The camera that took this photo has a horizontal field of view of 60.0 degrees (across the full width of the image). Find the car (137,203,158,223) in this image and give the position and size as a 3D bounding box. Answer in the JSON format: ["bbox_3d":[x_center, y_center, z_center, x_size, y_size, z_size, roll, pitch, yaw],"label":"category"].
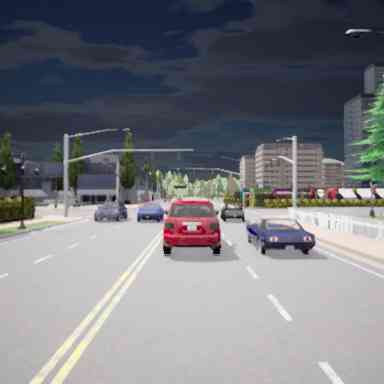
[{"bbox_3d":[-3.505,1.742,28.619,1.882,1.535,5.008,0,-1,0],"label":"car"}]

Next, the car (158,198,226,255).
[{"bbox_3d":[0.001,1.346,14.023,2.150,2.045,5.566,0,0,0],"label":"car"}]

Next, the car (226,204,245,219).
[{"bbox_3d":[3.558,1.762,29.291,2.128,1.511,4.902,0,0,2],"label":"car"}]

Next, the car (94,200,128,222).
[{"bbox_3d":[-7.002,1.617,29.029,2.097,1.767,4.553,0,0,0],"label":"car"}]

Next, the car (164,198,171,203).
[{"bbox_3d":[-7.000,2.378,94.695,1.812,1.442,4.674,0,-1,0],"label":"car"}]

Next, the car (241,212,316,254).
[{"bbox_3d":[3.502,1.731,14.101,1.895,1.301,4.718,0,0,0],"label":"car"}]

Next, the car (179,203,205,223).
[{"bbox_3d":[-0.027,1.762,29.286,2.128,1.511,4.902,0,0,-1],"label":"car"}]
